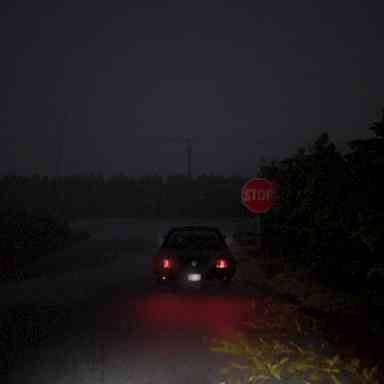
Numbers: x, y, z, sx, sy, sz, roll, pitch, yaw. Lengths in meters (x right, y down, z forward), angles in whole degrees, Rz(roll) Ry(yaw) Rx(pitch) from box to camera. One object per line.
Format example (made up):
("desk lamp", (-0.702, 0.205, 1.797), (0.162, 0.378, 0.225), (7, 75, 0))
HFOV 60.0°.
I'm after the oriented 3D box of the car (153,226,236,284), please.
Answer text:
("car", (0.071, 1.629, 9.654), (1.895, 1.301, 4.718), (0, 0, 0))
